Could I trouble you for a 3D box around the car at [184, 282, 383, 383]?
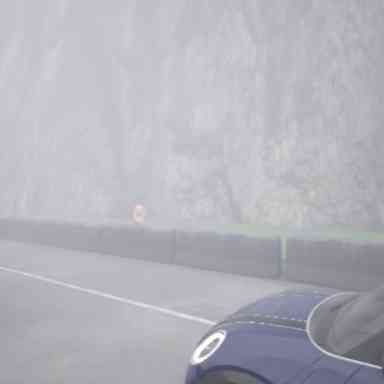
[{"bbox_3d":[2.123,1.351,2.485,4.553,1.767,2.097,-1,0,35],"label":"car"}]
